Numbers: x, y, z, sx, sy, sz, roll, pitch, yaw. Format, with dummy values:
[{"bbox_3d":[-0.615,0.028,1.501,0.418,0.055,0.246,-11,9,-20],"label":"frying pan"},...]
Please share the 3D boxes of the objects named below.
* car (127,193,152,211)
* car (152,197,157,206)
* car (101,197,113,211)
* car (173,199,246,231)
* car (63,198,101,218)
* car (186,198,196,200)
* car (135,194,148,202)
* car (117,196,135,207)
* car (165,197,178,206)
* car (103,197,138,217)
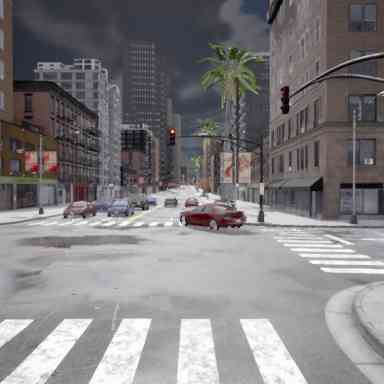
[{"bbox_3d":[-6.671,1.206,41.230,2.150,2.045,5.566,0,0,0],"label":"car"},{"bbox_3d":[-6.684,1.449,52.956,1.882,1.535,5.008,0,0,0],"label":"car"},{"bbox_3d":[-9.918,1.338,38.745,2.097,1.767,4.553,0,0,0],"label":"car"},{"bbox_3d":[1.163,1.466,20.624,1.882,1.535,5.008,-2,1,-35],"label":"car"},{"bbox_3d":[-9.903,1.516,29.753,1.812,1.442,4.674,0,0,0],"label":"car"},{"bbox_3d":[0.003,1.538,51.202,1.994,1.385,4.181,0,0,0],"label":"car"},{"bbox_3d":[-9.873,1.145,65.507,1.882,1.535,5.008,0,0,0],"label":"car"},{"bbox_3d":[-9.938,1.453,50.426,1.882,1.535,5.008,0,0,0],"label":"car"},{"bbox_3d":[-3.250,1.463,52.809,2.128,1.511,4.902,0,0,0],"label":"car"},{"bbox_3d":[-6.660,1.515,31.538,1.812,1.442,4.674,0,0,0],"label":"car"}]
